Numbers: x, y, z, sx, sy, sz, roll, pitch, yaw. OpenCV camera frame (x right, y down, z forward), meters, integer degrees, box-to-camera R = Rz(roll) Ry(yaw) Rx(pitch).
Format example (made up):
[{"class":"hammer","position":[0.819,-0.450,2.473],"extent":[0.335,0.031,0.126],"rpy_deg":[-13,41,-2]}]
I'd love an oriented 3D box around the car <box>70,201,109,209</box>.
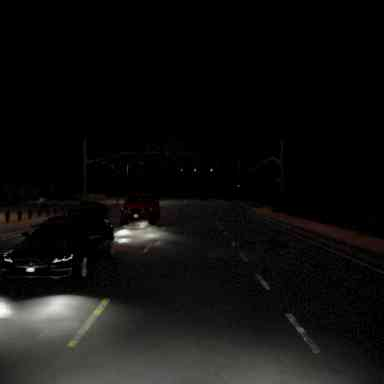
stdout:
[{"class":"car","position":[-7.011,1.393,22.514],"extent":[1.882,1.535,5.008],"rpy_deg":[0,0,0]}]

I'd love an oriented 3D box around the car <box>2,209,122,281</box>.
[{"class":"car","position":[-3.584,1.468,9.820],"extent":[1.837,1.490,4.892],"rpy_deg":[0,0,0]}]

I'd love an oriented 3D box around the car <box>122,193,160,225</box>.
[{"class":"car","position":[-3.500,1.129,23.519],"extent":[2.150,2.045,5.566],"rpy_deg":[0,0,0]}]
